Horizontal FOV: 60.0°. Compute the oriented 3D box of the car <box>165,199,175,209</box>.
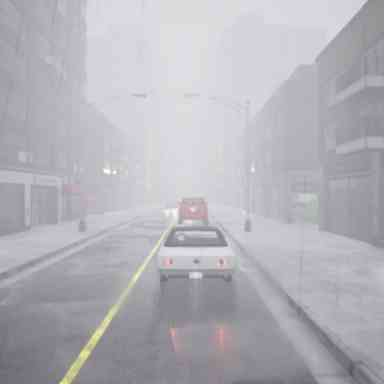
[{"bbox_3d":[-3.042,1.782,50.126,2.128,1.511,4.902,0,-1,0],"label":"car"}]

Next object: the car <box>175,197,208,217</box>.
[{"bbox_3d":[0.088,1.364,25.550,2.150,2.045,5.566,0,0,0],"label":"car"}]

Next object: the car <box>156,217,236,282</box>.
[{"bbox_3d":[0.100,1.654,9.920,1.895,1.301,4.718,0,0,0],"label":"car"}]
